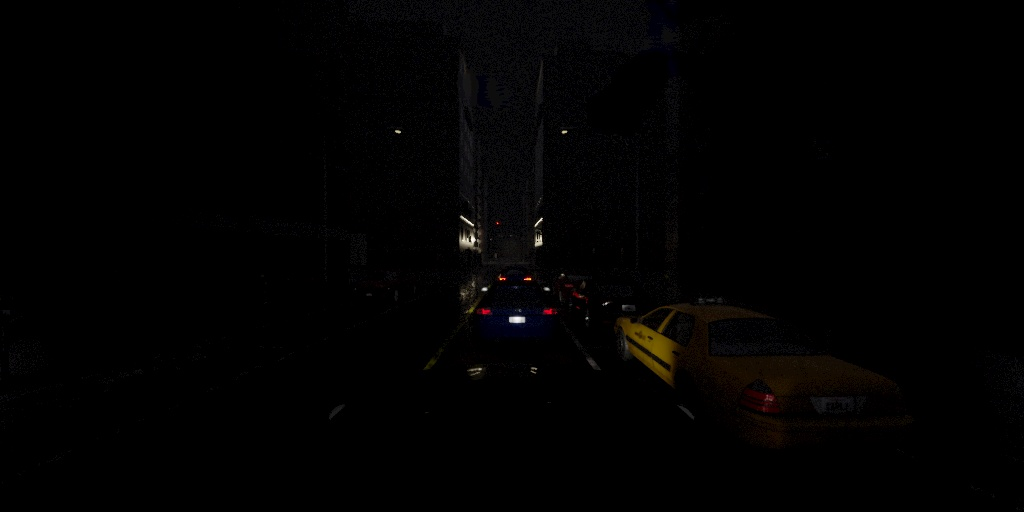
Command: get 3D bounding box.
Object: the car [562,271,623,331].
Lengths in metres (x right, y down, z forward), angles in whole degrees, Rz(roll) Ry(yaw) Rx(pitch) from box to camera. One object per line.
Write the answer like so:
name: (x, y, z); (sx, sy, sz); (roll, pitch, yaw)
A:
car: (2.879, 1.313, 10.878); (1.948, 1.339, 4.313); (0, 0, 0)

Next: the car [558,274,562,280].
car: (2.882, 1.327, 16.464); (1.802, 1.307, 4.207); (0, 0, 0)

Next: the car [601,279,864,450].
car: (2.876, 1.274, 5.462); (1.751, 1.417, 4.829); (0, 0, 0)

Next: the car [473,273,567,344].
car: (0.104, 1.312, 9.563); (1.994, 1.385, 4.181); (0, 0, 0)

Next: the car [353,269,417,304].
car: (-5.663, 1.290, 16.466); (1.888, 1.381, 4.507); (0, 0, 0)

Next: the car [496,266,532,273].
car: (0.111, 1.270, 19.578); (1.812, 1.442, 4.674); (0, 0, -2)
